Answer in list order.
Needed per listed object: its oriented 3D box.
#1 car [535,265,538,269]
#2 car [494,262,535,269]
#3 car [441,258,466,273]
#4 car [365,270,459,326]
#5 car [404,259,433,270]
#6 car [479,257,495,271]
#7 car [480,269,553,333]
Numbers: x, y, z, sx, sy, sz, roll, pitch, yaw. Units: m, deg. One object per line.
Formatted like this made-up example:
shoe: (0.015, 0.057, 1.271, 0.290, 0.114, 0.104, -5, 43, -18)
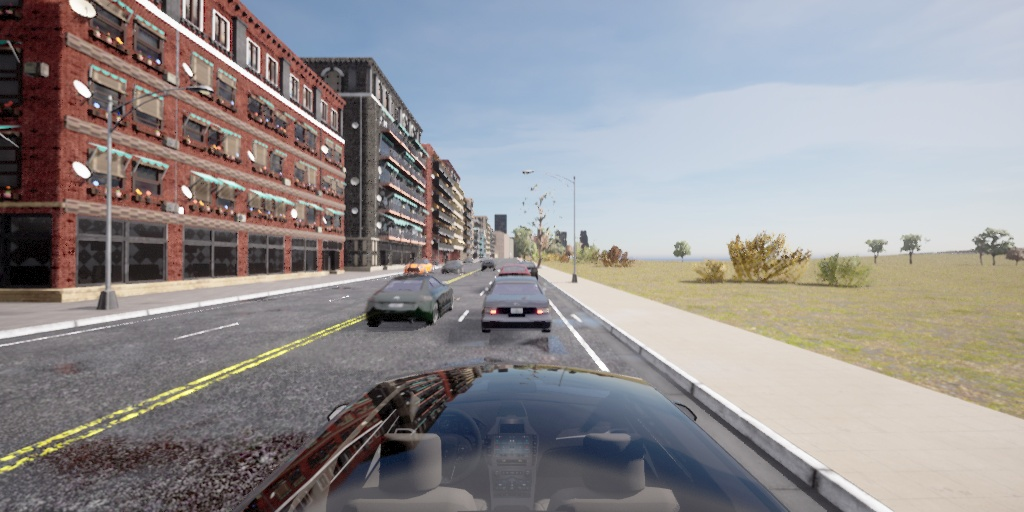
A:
car: (1.182, 1.216, 30.680, 1.882, 1.535, 5.008, 0, 0, 0)
car: (0.133, 1.220, 21.241, 1.882, 1.535, 5.008, 0, 0, 0)
car: (-6.542, 1.238, 39.496, 1.837, 1.490, 4.892, 0, 0, 0)
car: (-3.136, 1.310, 11.715, 1.994, 1.385, 4.181, 0, 0, 0)
car: (-9.795, 1.086, 37.732, 2.097, 1.767, 4.553, 0, 0, 0)
car: (-3.078, 1.230, 48.874, 1.837, 1.490, 4.892, 0, -1, 0)
car: (0.114, 1.294, 10.701, 2.033, 1.411, 5.357, 0, 0, 0)
